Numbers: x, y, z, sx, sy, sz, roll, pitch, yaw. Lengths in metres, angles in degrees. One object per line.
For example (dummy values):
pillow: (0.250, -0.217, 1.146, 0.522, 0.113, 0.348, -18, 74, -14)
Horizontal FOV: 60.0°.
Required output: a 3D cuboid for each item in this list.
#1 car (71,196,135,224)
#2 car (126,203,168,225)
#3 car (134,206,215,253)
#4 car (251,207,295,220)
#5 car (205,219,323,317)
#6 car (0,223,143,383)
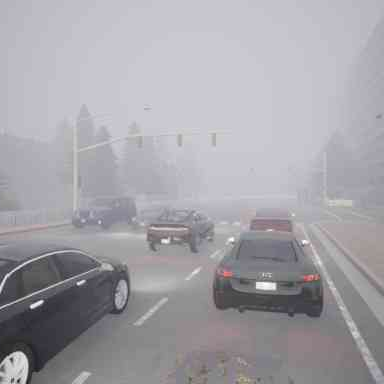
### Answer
car: (-5.519, 1.300, 21.816, 2.150, 2.045, 5.566, 0, 0, 16)
car: (-2.139, 1.546, 20.908, 1.812, 1.442, 4.674, 0, 0, 16)
car: (-0.296, 1.492, 13.836, 2.128, 1.511, 4.902, 0, 0, 15)
car: (3.968, 1.478, 16.263, 1.882, 1.535, 5.008, 0, 0, 17)
car: (1.718, 1.564, 7.599, 1.994, 1.385, 4.181, 0, 0, 13)
car: (-2.449, 1.505, 4.864, 1.837, 1.490, 4.892, 0, 0, 10)
